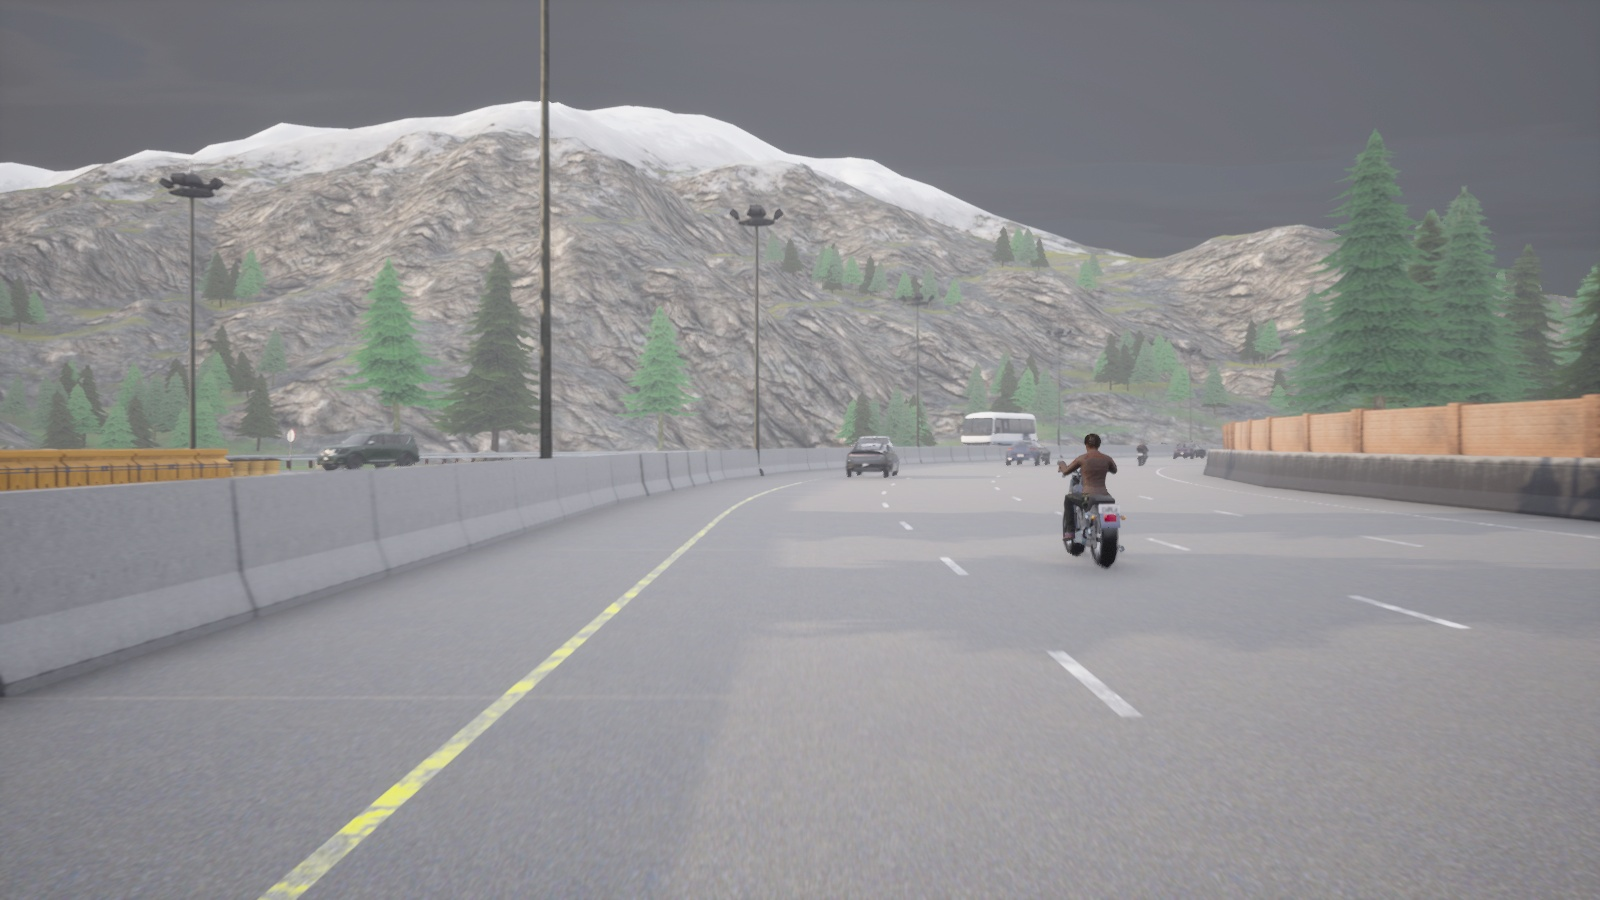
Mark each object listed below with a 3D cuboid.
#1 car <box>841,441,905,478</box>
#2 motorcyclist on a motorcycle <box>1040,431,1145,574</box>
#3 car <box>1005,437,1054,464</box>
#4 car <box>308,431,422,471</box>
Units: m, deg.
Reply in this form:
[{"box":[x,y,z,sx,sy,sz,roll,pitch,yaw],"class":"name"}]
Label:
[{"box":[3.202,0.368,54.043,2.128,1.511,4.902,0,0,11],"class":"car"},{"box":[3.604,0.602,15.684,0.766,1.649,2.350,0,0,0],"class":"motorcyclist on a motorcycle"},{"box":[14.702,0.036,80.279,2.152,1.651,5.027,0,0,22],"class":"car"},{"box":[-22.843,0.034,66.169,2.150,2.045,5.566,0,0,32],"class":"car"}]
